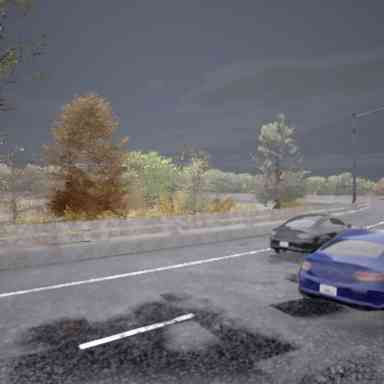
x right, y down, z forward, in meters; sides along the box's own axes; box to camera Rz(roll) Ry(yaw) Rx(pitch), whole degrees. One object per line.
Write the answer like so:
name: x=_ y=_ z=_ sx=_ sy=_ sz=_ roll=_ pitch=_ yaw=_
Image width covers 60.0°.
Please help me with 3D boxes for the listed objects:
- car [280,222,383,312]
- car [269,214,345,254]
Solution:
car: x=4.122 y=1.528 z=7.233 sx=4.674 sy=1.442 sz=1.812 roll=0 pitch=0 yaw=-40
car: x=4.746 y=1.536 z=12.393 sx=4.674 sy=1.442 sz=1.812 roll=0 pitch=0 yaw=-41
